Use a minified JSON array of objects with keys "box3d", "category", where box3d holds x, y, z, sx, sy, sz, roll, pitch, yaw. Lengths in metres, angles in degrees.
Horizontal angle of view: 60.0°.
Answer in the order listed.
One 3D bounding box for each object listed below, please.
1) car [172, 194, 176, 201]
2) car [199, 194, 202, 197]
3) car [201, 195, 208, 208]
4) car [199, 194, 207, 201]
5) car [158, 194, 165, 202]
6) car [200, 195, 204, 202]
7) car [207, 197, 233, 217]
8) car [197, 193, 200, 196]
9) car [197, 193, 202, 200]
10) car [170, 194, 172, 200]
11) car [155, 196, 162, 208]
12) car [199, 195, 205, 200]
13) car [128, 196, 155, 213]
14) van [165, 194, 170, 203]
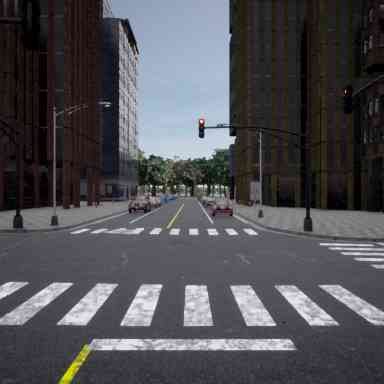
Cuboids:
[{"box3d":[-5.786,1.597,86.156,1.947,1.339,4.313,0,0,0],"category":"car"},{"box3d":[2.745,1.542,64.578,1.752,1.417,4.829,0,0,0],"category":"car"},{"box3d":[2.750,1.560,48.095,2.008,1.369,4.403,0,0,0],"category":"car"},{"box3d":[2.747,1.559,58.971,1.887,1.381,4.507,0,0,0],"category":"car"},{"box3d":[-5.777,1.537,53.361,1.752,1.417,4.829,0,0,0],"category":"car"},{"box3d":[2.748,1.556,53.533,1.887,1.381,4.507,0,0,0],"category":"car"},{"box3d":[2.754,1.444,31.783,1.967,1.590,4.097,0,0,0],"category":"car"},{"box3d":[2.740,1.342,80.721,2.192,1.841,5.009,0,0,0],"category":"car"},{"box3d":[2.742,1.549,75.453,1.752,1.417,4.829,0,0,0],"category":"car"},{"box3d":[-5.782,1.571,69.844,2.008,1.369,4.403,0,0,0],"category":"car"},{"box3d":[-5.776,1.591,48.093,1.802,1.307,4.206,0,0,0],"category":"car"},{"box3d":[2.738,1.561,91.766,1.752,1.417,4.829,0,0,0],"category":"car"},{"box3d":[-5.773,1.321,37.218,2.192,1.841,5.009,0,0,0],"category":"car"},{"box3d":[-5.780,1.358,64.406,1.690,1.788,3.998,0,0,0],"category":"van"}]
